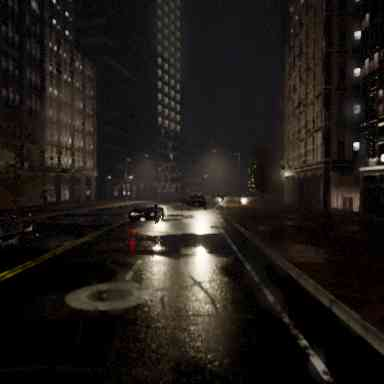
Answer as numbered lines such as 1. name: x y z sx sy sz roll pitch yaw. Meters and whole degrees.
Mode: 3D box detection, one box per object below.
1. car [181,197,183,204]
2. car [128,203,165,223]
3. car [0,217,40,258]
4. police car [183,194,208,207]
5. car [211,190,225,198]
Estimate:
1. car: -0.477 1.102 52.102 1.882 1.535 5.008 0 0 9
2. car: -3.042 1.420 23.238 1.895 1.301 4.718 0 0 1
3. car: -6.554 1.467 9.938 2.033 1.411 5.357 0 0 1
4. police car: 0.546 0.896 33.086 1.930 1.638 5.238 0 0 4
5. car: 5.139 0.497 65.689 2.150 2.045 5.566 0 0 12
